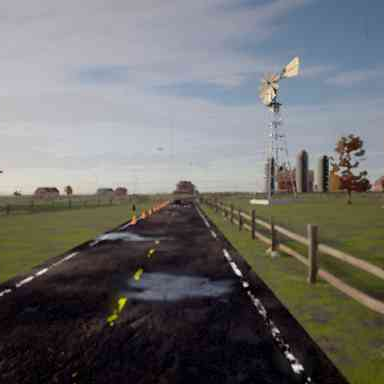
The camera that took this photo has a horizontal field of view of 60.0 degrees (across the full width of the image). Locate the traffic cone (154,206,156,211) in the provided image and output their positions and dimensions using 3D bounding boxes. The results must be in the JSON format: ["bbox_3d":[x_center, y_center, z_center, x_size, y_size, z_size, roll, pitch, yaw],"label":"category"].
[{"bbox_3d":[-4.369,1.964,38.974,0.340,0.580,0.340,0,0,-1],"label":"traffic cone"}]

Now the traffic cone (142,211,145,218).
[{"bbox_3d":[-4.225,1.961,28.974,0.340,0.580,0.340,0,0,-1],"label":"traffic cone"}]

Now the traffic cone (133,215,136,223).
[{"bbox_3d":[-4.153,1.960,23.975,0.340,0.580,0.340,0,0,-1],"label":"traffic cone"}]

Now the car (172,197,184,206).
[{"bbox_3d":[-2.334,1.582,55.622,1.994,1.385,4.181,0,0,-1],"label":"car"}]
